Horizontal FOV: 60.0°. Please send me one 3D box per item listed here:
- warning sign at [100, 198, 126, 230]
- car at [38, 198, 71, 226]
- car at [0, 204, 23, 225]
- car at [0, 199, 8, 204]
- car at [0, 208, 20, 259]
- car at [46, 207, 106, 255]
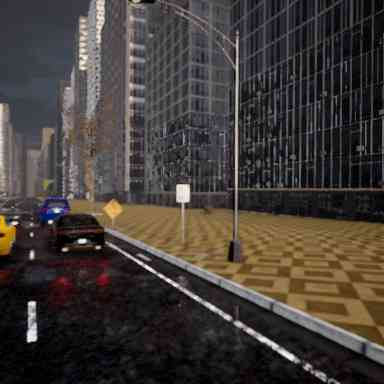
[{"bbox_3d":[-4.860,1.328,20.488,1.300,1.860,1.060,1,0,-26],"label":"warning sign"},{"bbox_3d":[-10.771,1.495,26.183,2.150,2.045,5.566,0,0,-25],"label":"car"},{"bbox_3d":[-13.999,1.862,25.406,1.895,1.301,4.718,0,-1,-25],"label":"car"},{"bbox_3d":[-32.702,1.932,56.699,2.097,1.767,4.553,0,-1,-25],"label":"car"},{"bbox_3d":[-7.919,1.609,12.792,1.882,1.535,5.008,0,0,-25],"label":"car"},{"bbox_3d":[-4.989,1.625,14.199,1.882,1.535,5.008,0,0,-25],"label":"car"}]
